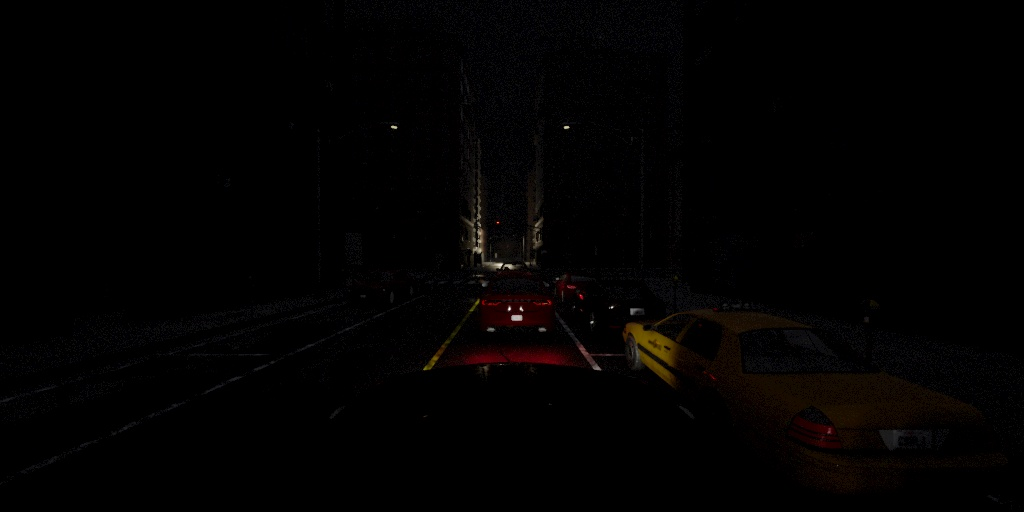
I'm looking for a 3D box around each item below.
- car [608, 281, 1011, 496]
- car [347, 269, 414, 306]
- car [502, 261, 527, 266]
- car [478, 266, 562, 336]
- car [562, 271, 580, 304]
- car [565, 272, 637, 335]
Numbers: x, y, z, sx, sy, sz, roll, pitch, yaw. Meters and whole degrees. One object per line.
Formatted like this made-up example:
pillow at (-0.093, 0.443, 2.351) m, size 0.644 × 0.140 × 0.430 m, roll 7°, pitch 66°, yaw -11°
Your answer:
car at (2.876, 1.274, 4.870) m, size 1.751 × 1.417 × 4.829 m, roll 0°, pitch 0°, yaw 0°
car at (-5.651, 1.291, 15.883) m, size 1.888 × 1.381 × 4.507 m, roll 0°, pitch 0°, yaw 0°
car at (0.125, 1.096, 20.795) m, size 2.097 × 1.767 × 4.553 m, roll 0°, pitch 0°, yaw 0°
car at (0.109, 1.225, 10.466) m, size 1.882 × 1.535 × 5.008 m, roll 0°, pitch 0°, yaw 0°
car at (2.895, 1.327, 15.872) m, size 1.802 × 1.307 × 4.207 m, roll 0°, pitch 0°, yaw 0°
car at (2.885, 1.313, 10.286) m, size 1.948 × 1.339 × 4.313 m, roll 0°, pitch 0°, yaw 0°
